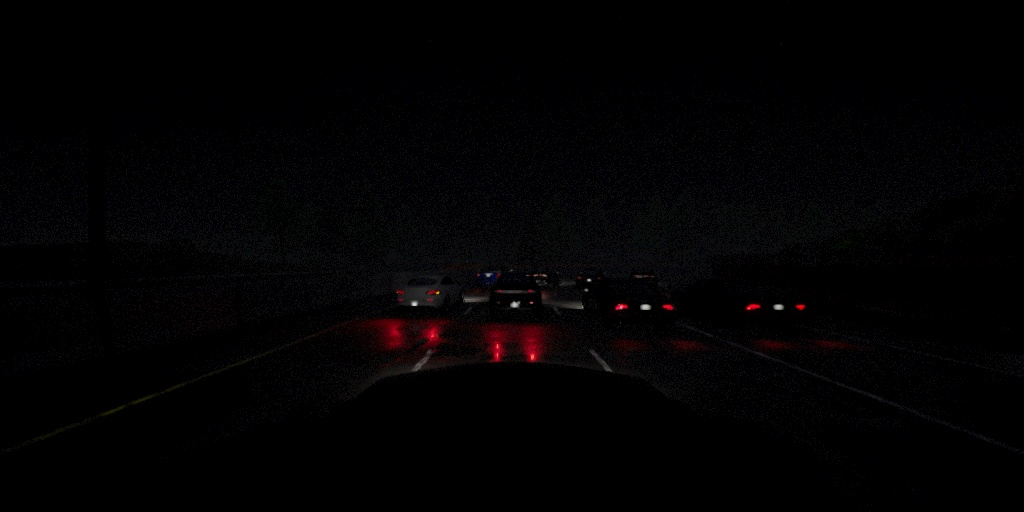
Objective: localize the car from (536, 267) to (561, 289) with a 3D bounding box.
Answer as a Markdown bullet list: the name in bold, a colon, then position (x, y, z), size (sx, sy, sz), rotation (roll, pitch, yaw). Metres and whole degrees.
- **car**: position (2.397, 1.580, 26.940), size (2.128, 1.511, 4.902), rotation (0, -1, 18)

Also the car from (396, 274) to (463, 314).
- **car**: position (-3.260, 1.450, 14.740), size (1.812, 1.442, 4.674), rotation (0, -1, 3)

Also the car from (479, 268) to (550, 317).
- **car**: position (0.201, 1.407, 14.046), size (2.128, 1.511, 4.902), rotation (0, -1, 3)

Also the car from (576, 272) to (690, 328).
- **car**: position (3.594, 1.434, 11.936), size (2.033, 1.411, 5.357), rotation (0, -1, 2)

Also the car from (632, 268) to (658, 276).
- **car**: position (9.274, 1.559, 25.441), size (2.128, 1.511, 4.902), rotation (0, -1, 19)

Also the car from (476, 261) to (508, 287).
- **car**: position (-1.048, 1.448, 27.609), size (2.097, 1.767, 4.553), rotation (0, -1, 18)

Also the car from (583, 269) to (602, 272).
- **car**: position (5.921, 1.645, 26.411), size (1.994, 1.385, 4.181), rotation (0, -1, 19)

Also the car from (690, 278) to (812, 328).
- **car**: position (7.093, 1.434, 11.939), size (2.033, 1.411, 5.357), rotation (0, -1, 2)
